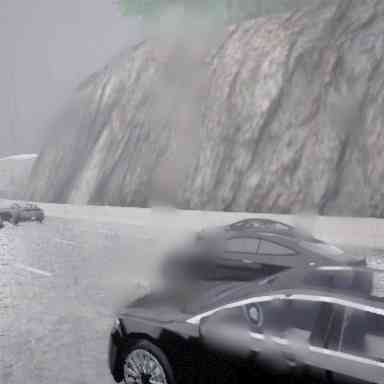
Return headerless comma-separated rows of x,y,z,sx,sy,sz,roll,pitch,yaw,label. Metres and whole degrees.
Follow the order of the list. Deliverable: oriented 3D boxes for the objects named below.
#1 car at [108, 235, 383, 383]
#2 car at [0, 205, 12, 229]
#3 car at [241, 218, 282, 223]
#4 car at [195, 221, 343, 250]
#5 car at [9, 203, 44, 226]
1.253,1.499,3.196,4.902,1.511,2.128,0,0,36,car
-12.507,1.572,19.048,5.357,1.411,2.033,0,0,43,car
2.001,1.588,11.377,4.181,1.385,1.994,0,0,37,car
1.393,1.542,7.438,4.674,1.442,1.812,0,0,37,car
-12.234,1.525,23.674,4.902,1.511,2.128,0,0,44,car
